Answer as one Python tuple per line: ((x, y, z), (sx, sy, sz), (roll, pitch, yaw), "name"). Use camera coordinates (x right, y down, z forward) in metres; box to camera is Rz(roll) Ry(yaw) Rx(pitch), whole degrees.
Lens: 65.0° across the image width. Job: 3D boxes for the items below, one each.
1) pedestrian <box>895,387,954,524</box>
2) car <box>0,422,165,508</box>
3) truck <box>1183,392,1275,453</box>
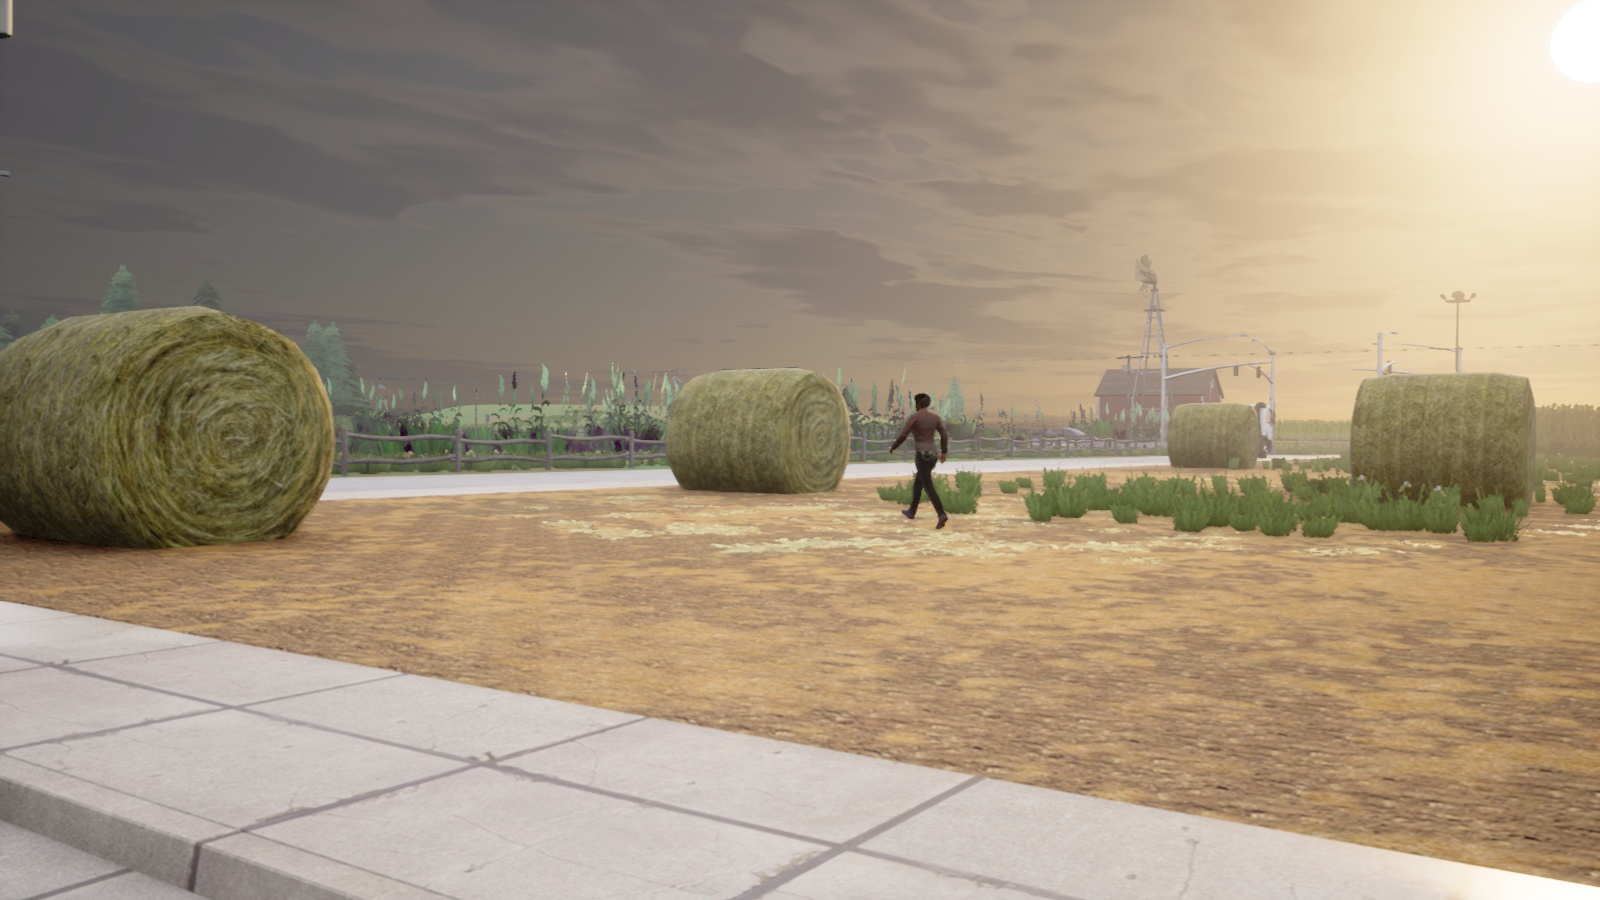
((1.676, 0.065, 16.982), (0.328, 1.805, 0.869), (-1, 1, -31), "pedestrian")
((-15.272, 0.262, 25.292), (1.851, 1.617, 3.988), (0, 1, 36), "car")
((25.710, -1.636, 74.994), (2.891, 3.462, 7.936), (0, 1, 36), "truck")
